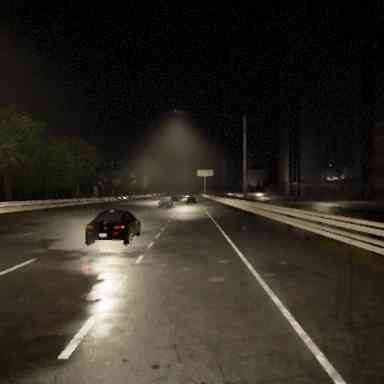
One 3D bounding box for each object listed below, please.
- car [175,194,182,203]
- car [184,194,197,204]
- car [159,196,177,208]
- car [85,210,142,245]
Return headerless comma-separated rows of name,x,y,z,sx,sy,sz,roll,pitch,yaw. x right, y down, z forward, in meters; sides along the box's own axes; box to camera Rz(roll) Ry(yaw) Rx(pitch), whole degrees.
car,-3.780,1.589,73.426,1.837,1.490,4.892,0,0,0
car,-0.138,1.582,67.499,1.837,1.490,4.892,0,-1,0
car,-3.618,1.646,47.415,1.895,1.301,4.718,0,0,0
car,-3.513,1.533,15.392,1.812,1.442,4.674,0,0,0
